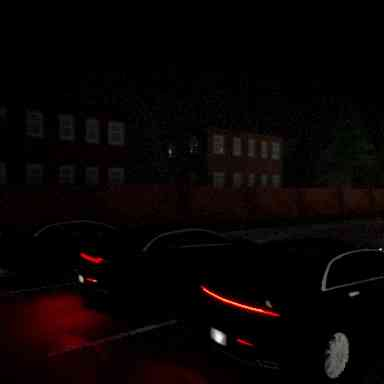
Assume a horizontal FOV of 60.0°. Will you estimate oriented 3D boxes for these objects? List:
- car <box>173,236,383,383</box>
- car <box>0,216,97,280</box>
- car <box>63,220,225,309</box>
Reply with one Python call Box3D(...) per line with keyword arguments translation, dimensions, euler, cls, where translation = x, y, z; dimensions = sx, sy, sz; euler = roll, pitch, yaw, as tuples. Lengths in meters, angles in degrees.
Box3D(translation=(2.288, 1.506, 5.404), dimensions=(4.892, 1.490, 1.837), euler=(1, 0, -36), cls="car")
Box3D(translation=(-3.319, 1.493, 10.004), dimensions=(4.902, 1.511, 2.128), euler=(0, 0, -36), cls="car")
Box3D(translation=(-0.196, 1.493, 7.929), dimensions=(4.902, 1.511, 2.128), euler=(0, 0, -36), cls="car")
